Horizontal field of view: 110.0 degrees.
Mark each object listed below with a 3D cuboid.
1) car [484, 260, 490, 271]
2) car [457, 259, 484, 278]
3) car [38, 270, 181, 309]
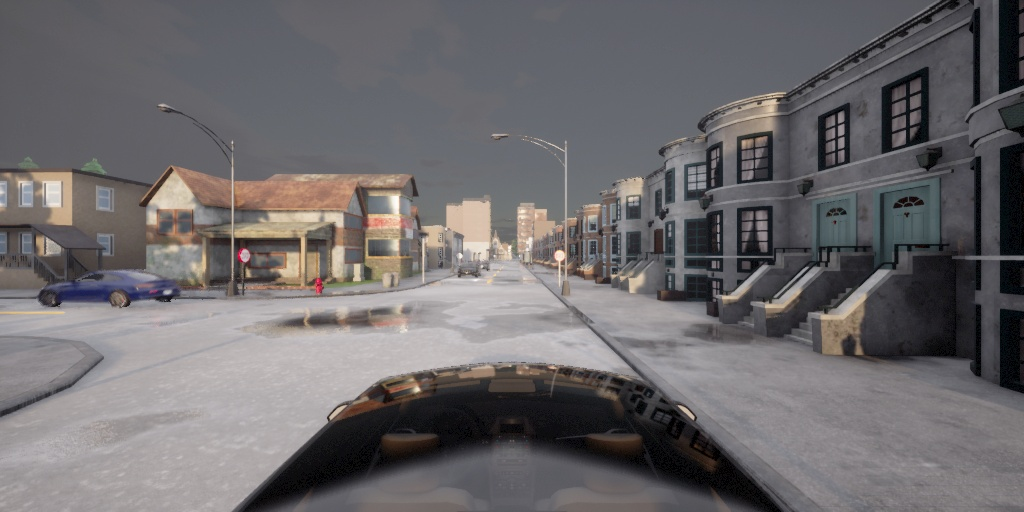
[{"bbox_3d":[-3.955,1.242,47.809,2.128,1.511,4.902,0,0,0],"label":"car"},{"bbox_3d":[-4.011,1.255,34.211,1.837,1.490,4.892,0,0,0],"label":"car"},{"bbox_3d":[-16.066,1.276,14.467,4.674,1.442,1.812,0,0,3],"label":"car"}]
